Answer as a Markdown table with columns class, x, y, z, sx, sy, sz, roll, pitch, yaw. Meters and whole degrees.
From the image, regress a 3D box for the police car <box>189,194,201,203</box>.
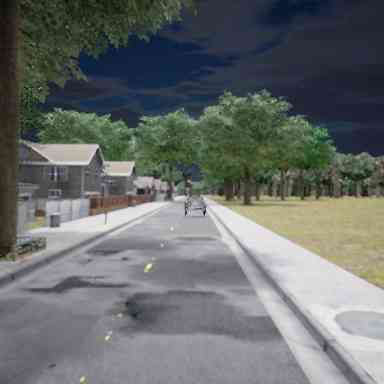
| class | x | y | z | sx | sy | sz | roll | pitch | yaw |
| --- | --- | --- | --- | --- | --- | --- | --- | --- | --- |
| police car | 0.596 | 1.096 | 60.071 | 2.038 | 1.542 | 4.974 | 0 | 0 | 1 |

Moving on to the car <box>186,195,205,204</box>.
| class | x | y | z | sx | sy | sz | roll | pitch | yaw |
| --- | --- | --- | --- | --- | --- | --- | --- | --- | --- |
| car | 0.288 | 1.041 | 29.827 | 2.033 | 1.649 | 4.856 | 0 | 0 | 1 |
